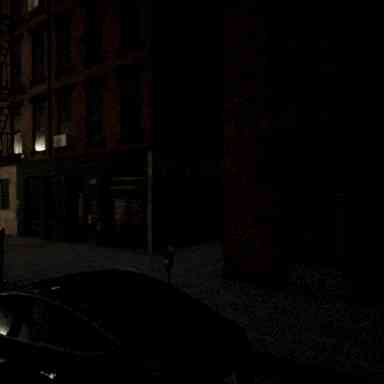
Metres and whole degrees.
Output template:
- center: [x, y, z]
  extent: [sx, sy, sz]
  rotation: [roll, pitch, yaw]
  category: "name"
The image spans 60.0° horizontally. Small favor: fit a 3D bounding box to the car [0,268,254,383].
- center: [-1.423, 1.595, 3.818]
  extent: [4.313, 1.339, 1.947]
  rotation: [-1, 0, 35]
  category: "car"
